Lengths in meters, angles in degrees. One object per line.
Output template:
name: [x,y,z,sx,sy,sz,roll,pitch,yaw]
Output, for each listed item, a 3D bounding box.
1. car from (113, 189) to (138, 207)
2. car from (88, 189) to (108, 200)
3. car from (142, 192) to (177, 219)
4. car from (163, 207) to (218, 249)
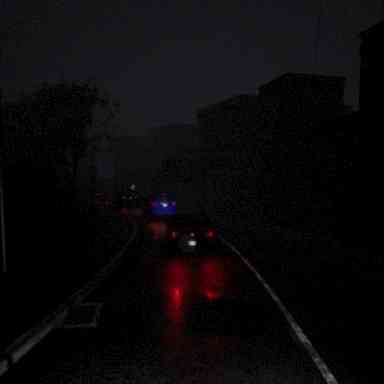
car: [-8.267,0.703,41.217,2.150,2.045,5.566,-2,2,-24]
car: [-14.927,0.234,52.606,2.097,1.767,4.553,-3,5,-31]
car: [-2.783,1.052,27.772,2.150,2.045,5.566,-1,1,-16]
car: [-0.172,1.522,14.038,1.895,1.301,4.718,0,0,-5]
